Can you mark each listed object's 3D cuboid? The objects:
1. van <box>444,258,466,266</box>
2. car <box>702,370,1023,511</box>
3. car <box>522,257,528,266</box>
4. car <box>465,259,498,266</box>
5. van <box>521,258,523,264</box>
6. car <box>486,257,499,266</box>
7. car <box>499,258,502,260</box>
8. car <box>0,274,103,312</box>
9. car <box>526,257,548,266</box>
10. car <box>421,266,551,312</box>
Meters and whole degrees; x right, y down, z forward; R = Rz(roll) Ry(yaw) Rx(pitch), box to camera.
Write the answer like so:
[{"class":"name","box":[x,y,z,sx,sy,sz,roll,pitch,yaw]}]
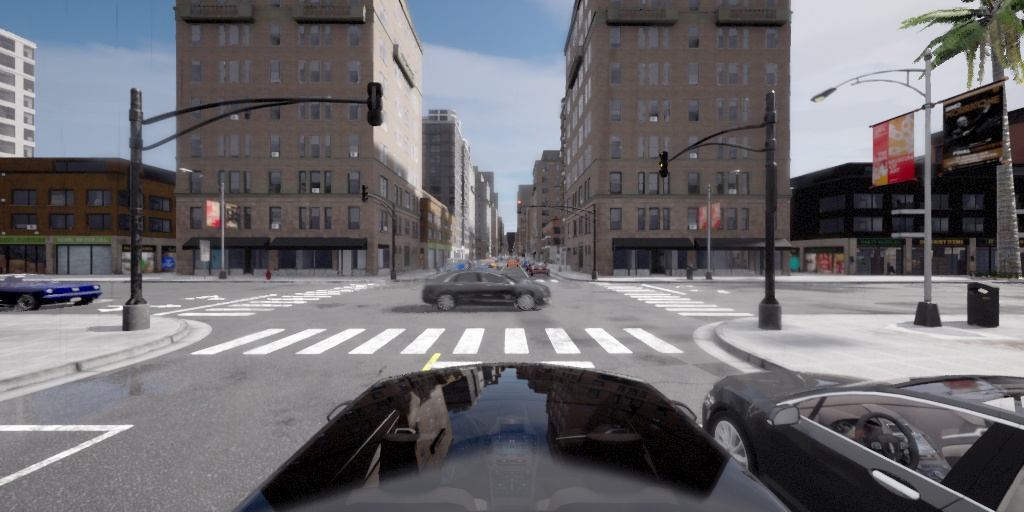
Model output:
[{"class":"van","box":[-5.794,1.092,36.395,1.690,1.789,3.998,0,0,0]},{"class":"car","box":[2.668,1.300,1.729,2.007,1.370,4.403,0,0,0]},{"class":"car","box":[2.755,1.192,47.717,1.967,1.591,4.097,0,0,0]},{"class":"car","box":[-3.009,1.299,36.585,2.033,1.411,5.357,0,0,4]},{"class":"van","box":[2.779,1.092,59.056,1.690,1.789,3.998,0,0,0]},{"class":"car","box":[-3.016,1.230,46.287,1.882,1.535,5.008,0,0,0]},{"class":"car","box":[-2.987,1.353,56.206,1.895,1.301,4.718,0,0,0]},{"class":"car","box":[-18.692,1.327,13.537,4.718,1.301,1.895,0,0,0]},{"class":"car","box":[2.732,1.191,36.379,1.967,1.591,4.097,0,0,0]},{"class":"car","box":[-0.961,1.257,13.673,4.892,1.490,1.837,0,0,0]}]
